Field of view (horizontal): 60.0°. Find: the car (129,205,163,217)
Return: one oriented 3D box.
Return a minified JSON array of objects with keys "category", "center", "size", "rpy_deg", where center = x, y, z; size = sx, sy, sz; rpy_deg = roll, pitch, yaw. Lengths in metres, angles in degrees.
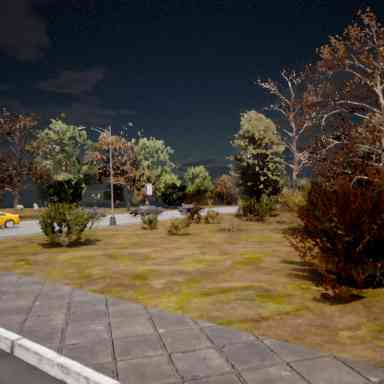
[{"category":"car","center":[-6.083,2.510,44.875],"size":[2.033,1.411,5.357],"rpy_deg":[-3,-2,32]}]

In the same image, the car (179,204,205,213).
[{"category":"car","center":[0.113,2.430,47.829],"size":[1.895,1.301,4.718],"rpy_deg":[-3,-2,32]}]

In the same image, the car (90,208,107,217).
[{"category":"car","center":[-11.724,2.459,35.903],"size":[2.033,1.411,5.357],"rpy_deg":[-3,-2,32]}]

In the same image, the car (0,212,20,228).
[{"category":"car","center":[-17.053,2.368,27.665],"size":[1.882,1.535,5.008],"rpy_deg":[-3,-2,33]}]
